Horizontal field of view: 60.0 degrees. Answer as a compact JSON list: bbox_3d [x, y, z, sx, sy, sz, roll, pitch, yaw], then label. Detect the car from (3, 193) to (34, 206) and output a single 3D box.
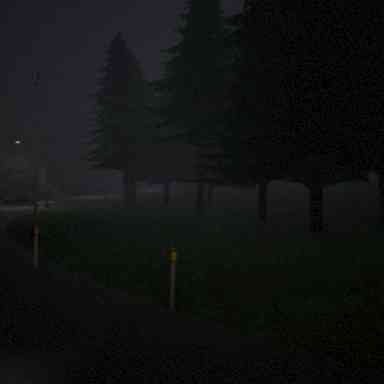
[{"bbox_3d":[-22.093,0.913,42.611,2.128,1.511,4.902,1,2,0],"label":"car"}]
